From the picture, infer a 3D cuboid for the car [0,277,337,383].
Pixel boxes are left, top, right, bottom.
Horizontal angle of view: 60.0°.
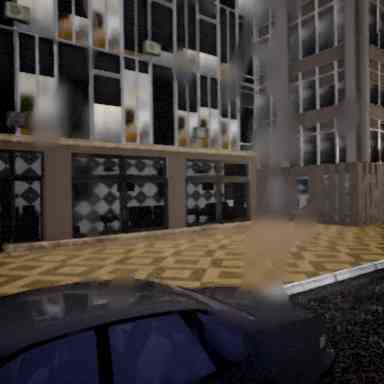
[{"bbox_3d":[-1.064,1.545,2.611,5.357,1.411,2.033,0,0,-35],"label":"car"}]
